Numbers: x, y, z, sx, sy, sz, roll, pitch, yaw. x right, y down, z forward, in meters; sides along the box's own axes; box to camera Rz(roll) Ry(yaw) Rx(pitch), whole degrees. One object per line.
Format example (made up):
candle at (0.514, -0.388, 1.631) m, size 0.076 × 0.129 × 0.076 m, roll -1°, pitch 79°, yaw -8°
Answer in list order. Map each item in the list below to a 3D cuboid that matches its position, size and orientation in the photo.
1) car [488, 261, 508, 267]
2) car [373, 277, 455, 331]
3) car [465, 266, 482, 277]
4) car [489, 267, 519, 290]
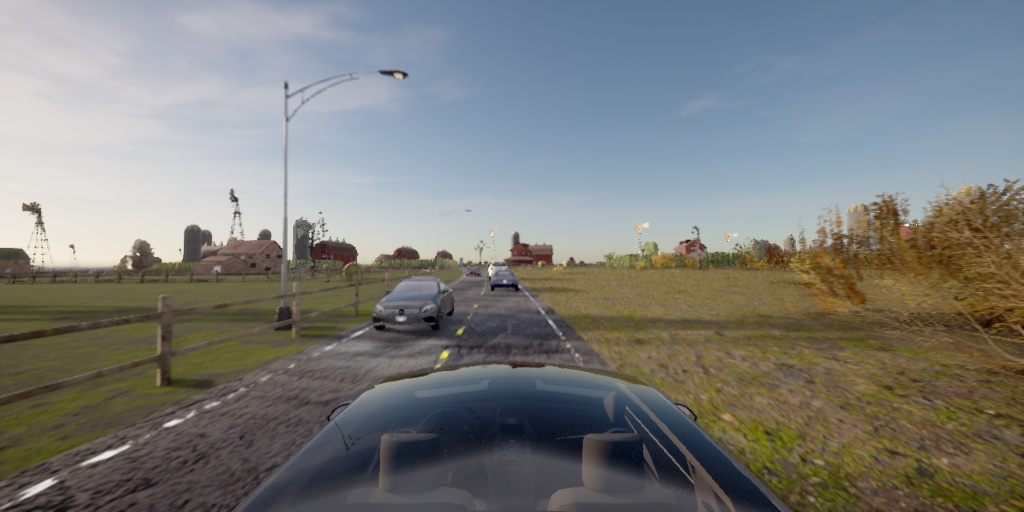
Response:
car at (-1.624, 1.618, 41.923) m, size 2.150 × 2.045 × 5.566 m, roll 0°, pitch -1°, yaw -5°
car at (-3.003, 1.430, 11.817) m, size 1.812 × 1.442 × 4.674 m, roll 0°, pitch -1°, yaw -2°
car at (-5.004, 2.038, 46.788) m, size 1.994 × 1.385 × 4.181 m, roll 0°, pitch -1°, yaw -5°
car at (-0.568, 1.690, 25.939) m, size 1.994 × 1.385 × 4.181 m, roll 0°, pitch -1°, yaw -3°
